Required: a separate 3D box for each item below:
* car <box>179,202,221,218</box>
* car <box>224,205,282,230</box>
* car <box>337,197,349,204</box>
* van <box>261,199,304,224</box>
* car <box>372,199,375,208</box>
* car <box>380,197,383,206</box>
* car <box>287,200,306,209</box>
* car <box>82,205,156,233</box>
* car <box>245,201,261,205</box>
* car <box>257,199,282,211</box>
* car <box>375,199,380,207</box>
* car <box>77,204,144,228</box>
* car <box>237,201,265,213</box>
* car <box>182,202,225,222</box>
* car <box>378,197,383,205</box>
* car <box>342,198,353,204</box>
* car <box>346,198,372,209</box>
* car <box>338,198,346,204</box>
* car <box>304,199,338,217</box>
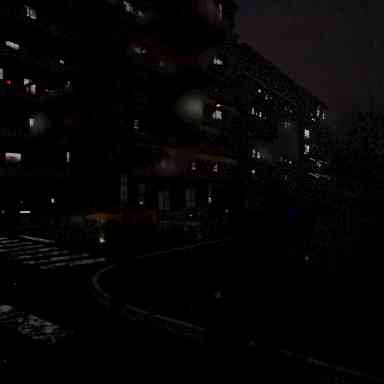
[{"bbox_3d":[0.873,1.712,32.623,1.887,1.381,4.507,1,0,36],"label":"car"},{"bbox_3d":[4.324,1.827,23.189,1.947,1.339,4.313,1,0,36],"label":"car"},{"bbox_3d":[37.016,2.093,81.598,1.967,1.590,4.097,1,0,36],"label":"car"},{"bbox_3d":[7.612,1.647,27.641,1.690,1.788,3.998,1,0,36],"label":"van"},{"bbox_3d":[30.609,2.202,58.806,1.802,1.307,4.206,1,0,36],"label":"car"},{"bbox_3d":[37.181,2.251,67.710,1.887,1.381,4.507,1,0,36],"label":"car"},{"bbox_3d":[17.301,1.974,54.885,1.802,1.307,4.206,1,0,36],"label":"car"},{"bbox_3d":[-4.412,1.585,21.107,1.882,1.535,5.008,1,0,37],"label":"car"},{"bbox_3d":[7.467,1.750,37.179,1.882,1.535,5.008,1,0,37],"label":"car"},{"bbox_3d":[10.731,1.743,45.980,1.967,1.590,4.097,1,0,36],"label":"car"},{"bbox_3d":[33.896,2.104,63.259,1.967,1.590,4.097,1,0,36],"label":"car"},{"bbox_3d":[-5.699,1.626,23.719,2.008,1.369,4.403,1,0,36],"label":"car"},{"bbox_3d":[7.444,1.840,41.528,1.802,1.307,4.206,1,0,36],"label":"car"},{"bbox_3d":[1.333,1.692,28.879,1.837,1.490,4.892,1,0,36],"label":"car"},{"bbox_3d":[47.041,2.150,81.068,2.192,1.841,5.009,1,0,36],"label":"car"},{"bbox_3d":[40.200,2.220,85.912,1.752,1.417,4.829,1,0,36],"label":"car"},{"bbox_3d":[27.327,1.891,54.355,2.192,1.841,5.009,1,0,36],"label":"car"},{"bbox_3d":[33.729,2.176,77.145,1.947,1.339,4.313,1,0,36],"label":"car"},{"bbox_3d":[14.183,1.837,36.546,1.967,1.590,4.097,1,0,36],"label":"car"}]
